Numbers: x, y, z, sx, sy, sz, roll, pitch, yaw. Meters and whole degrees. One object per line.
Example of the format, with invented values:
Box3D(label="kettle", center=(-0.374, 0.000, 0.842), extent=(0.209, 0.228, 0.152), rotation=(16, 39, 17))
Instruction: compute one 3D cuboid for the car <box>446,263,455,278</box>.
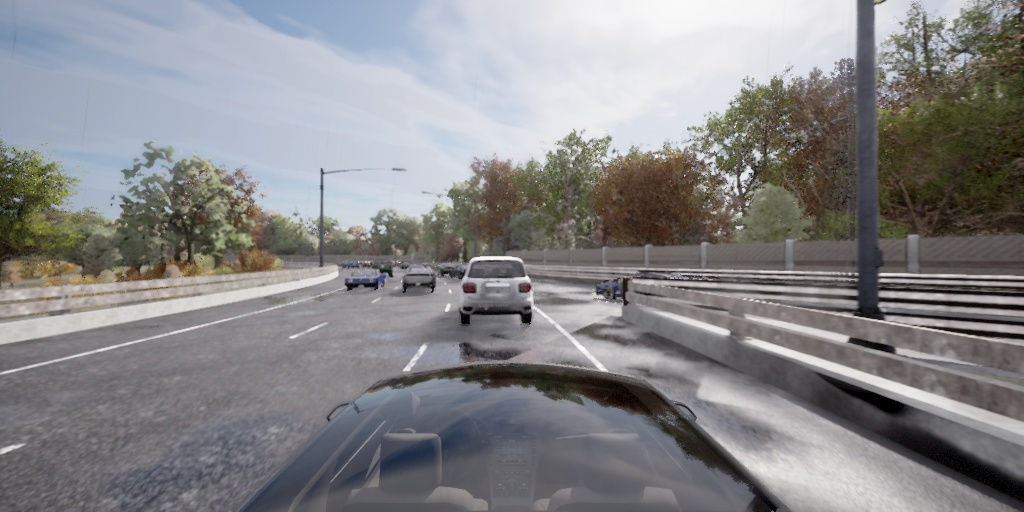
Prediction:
Box3D(label="car", center=(-4.742, 1.543, 35.113), extent=(1.812, 1.442, 4.674), rotation=(0, 0, -25))

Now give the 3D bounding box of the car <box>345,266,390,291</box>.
Box3D(label="car", center=(-9.546, 1.534, 23.727), extent=(1.895, 1.301, 4.718), rotation=(0, 0, -12))

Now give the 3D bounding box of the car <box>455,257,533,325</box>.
Box3D(label="car", center=(-0.621, 1.057, 12.429), extent=(2.150, 2.045, 5.566), rotation=(0, 0, -5))

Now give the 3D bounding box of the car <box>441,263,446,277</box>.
Box3D(label="car", center=(-7.522, 1.570, 41.068), extent=(1.837, 1.490, 4.892), rotation=(0, -1, -21))

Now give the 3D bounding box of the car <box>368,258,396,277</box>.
Box3D(label="car", center=(-14.748, 1.291, 40.488), extent=(2.150, 2.045, 5.566), rotation=(0, -1, -22))

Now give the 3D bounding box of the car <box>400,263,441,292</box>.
Box3D(label="car", center=(-5.777, 1.411, 22.671), extent=(2.128, 1.511, 4.902), rotation=(0, 0, -11))

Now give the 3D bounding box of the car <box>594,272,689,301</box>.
Box3D(label="car", center=(6.207, 1.410, 16.072), extent=(2.033, 1.411, 5.357), rotation=(0, 0, -33))
